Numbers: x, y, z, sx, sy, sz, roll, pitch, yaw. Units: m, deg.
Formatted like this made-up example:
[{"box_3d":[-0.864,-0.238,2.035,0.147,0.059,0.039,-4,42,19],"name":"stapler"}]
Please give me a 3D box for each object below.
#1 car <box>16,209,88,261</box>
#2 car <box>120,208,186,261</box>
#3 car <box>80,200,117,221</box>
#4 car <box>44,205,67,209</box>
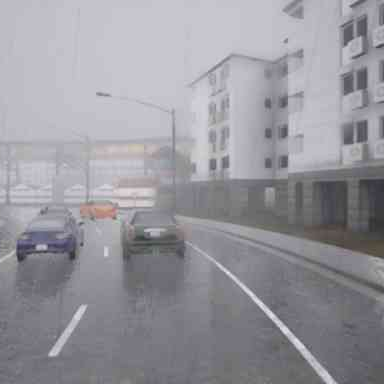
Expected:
[{"box_3d":[-5.124,1.563,12.432,1.812,1.442,4.674,0,-1,-13],"name":"car"},{"box_3d":[-1.655,1.383,12.795,2.097,1.767,4.553,0,0,-13],"name":"car"},{"box_3d":[-7.990,1.426,28.071,2.097,1.767,4.553,0,0,-31],"name":"car"},{"box_3d":[-10.623,1.675,25.752,1.895,1.301,4.718,0,0,-30],"name":"car"}]
